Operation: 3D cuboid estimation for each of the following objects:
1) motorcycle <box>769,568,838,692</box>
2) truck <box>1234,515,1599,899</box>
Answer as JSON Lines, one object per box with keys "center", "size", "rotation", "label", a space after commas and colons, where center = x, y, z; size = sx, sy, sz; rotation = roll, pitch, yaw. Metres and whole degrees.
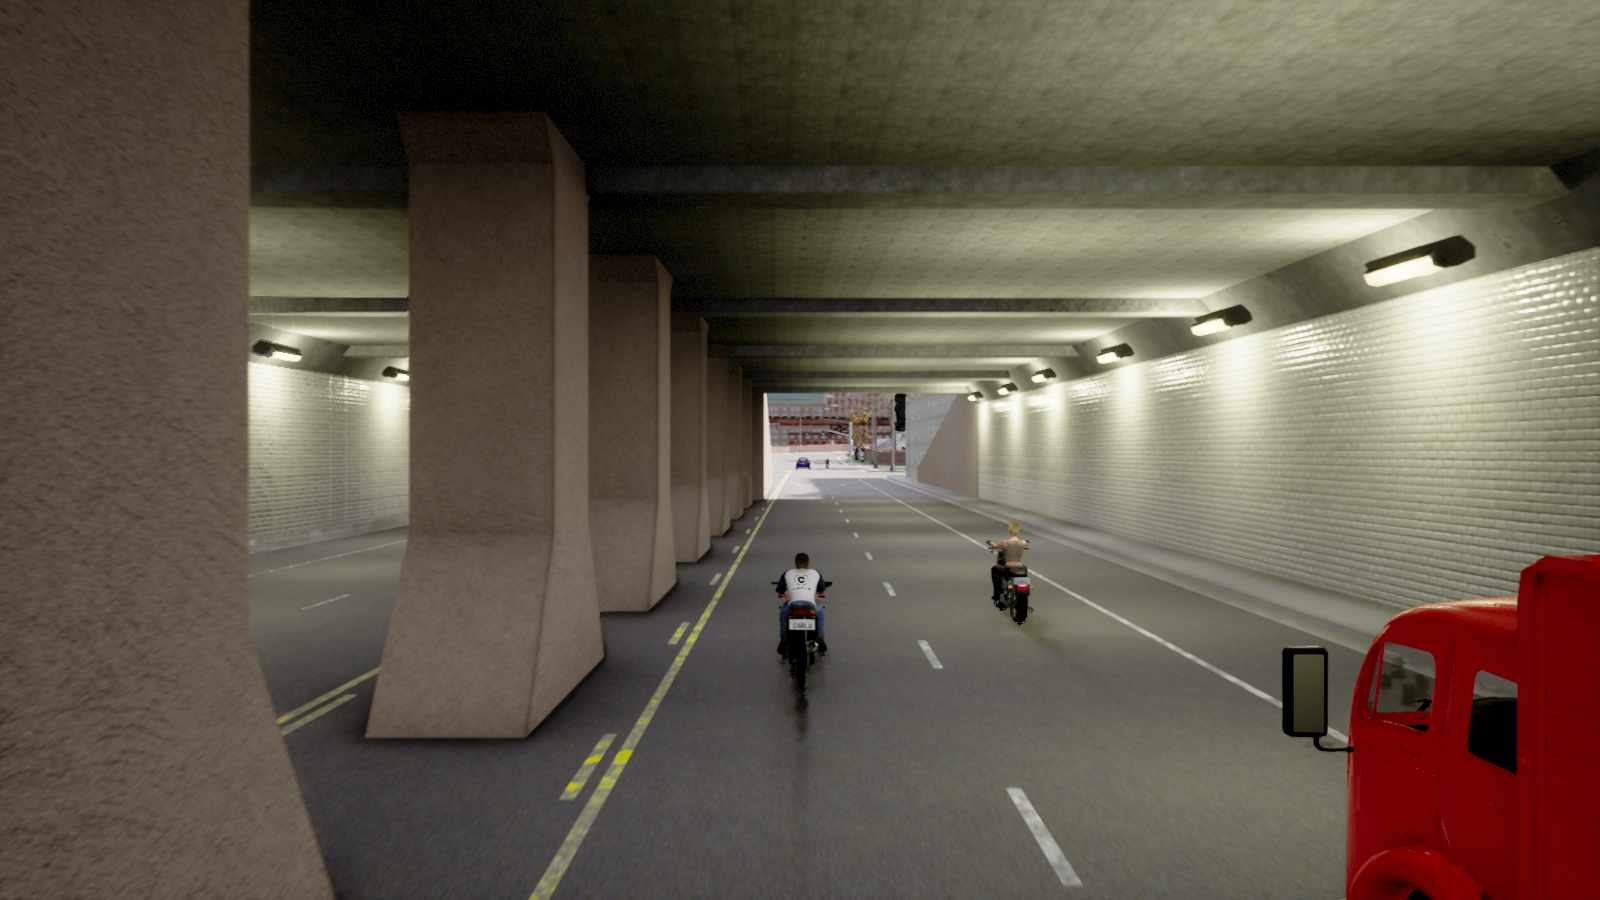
{"center": [0.043, 2.174, 14.162], "size": [0.803, 1.224, 2.033], "rotation": [0, 0, 0], "label": "motorcycle"}
{"center": [3.502, 1.571, 3.155], "size": [2.627, 2.467, 5.204], "rotation": [0, 0, 0], "label": "truck"}
